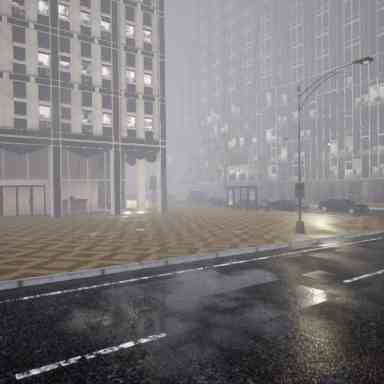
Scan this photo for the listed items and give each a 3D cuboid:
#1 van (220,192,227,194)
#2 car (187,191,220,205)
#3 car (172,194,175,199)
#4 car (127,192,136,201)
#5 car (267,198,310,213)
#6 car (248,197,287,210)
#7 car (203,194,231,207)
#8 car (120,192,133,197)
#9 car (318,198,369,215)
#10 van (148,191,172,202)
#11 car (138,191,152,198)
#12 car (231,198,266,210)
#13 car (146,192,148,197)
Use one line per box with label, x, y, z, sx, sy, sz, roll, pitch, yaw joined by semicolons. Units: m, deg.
van;4.445;0.856;58.430;1.690;1.788;3.998;0;1;-34
car;1.452;0.857;52.564;2.150;2.045;5.566;-1;1;-34
car;-5.195;0.936;72.497;1.802;1.307;4.206;0;1;-34
car;-12.108;1.040;67.759;2.008;1.369;4.403;0;1;-34
car;10.282;1.424;34.872;1.947;1.339;4.313;0;1;-34
car;9.280;1.364;41.130;1.895;1.301;4.718;-1;1;-34
car;3.916;1.320;44.292;1.947;1.339;4.313;0;1;-34
car;-18.050;0.689;91.247;2.008;1.369;4.403;0;1;-34
car;14.889;1.358;32.925;1.837;1.490;4.892;-1;1;-34
van;-5.680;0.938;58.381;1.690;1.788;3.998;0;1;-34
car;-11.623;0.687;81.870;1.967;1.590;4.097;0;1;-34
car;7.082;1.388;39.572;1.802;1.307;4.206;0;1;-34
car;-8.409;0.616;77.181;2.192;1.841;5.009;0;1;-34
